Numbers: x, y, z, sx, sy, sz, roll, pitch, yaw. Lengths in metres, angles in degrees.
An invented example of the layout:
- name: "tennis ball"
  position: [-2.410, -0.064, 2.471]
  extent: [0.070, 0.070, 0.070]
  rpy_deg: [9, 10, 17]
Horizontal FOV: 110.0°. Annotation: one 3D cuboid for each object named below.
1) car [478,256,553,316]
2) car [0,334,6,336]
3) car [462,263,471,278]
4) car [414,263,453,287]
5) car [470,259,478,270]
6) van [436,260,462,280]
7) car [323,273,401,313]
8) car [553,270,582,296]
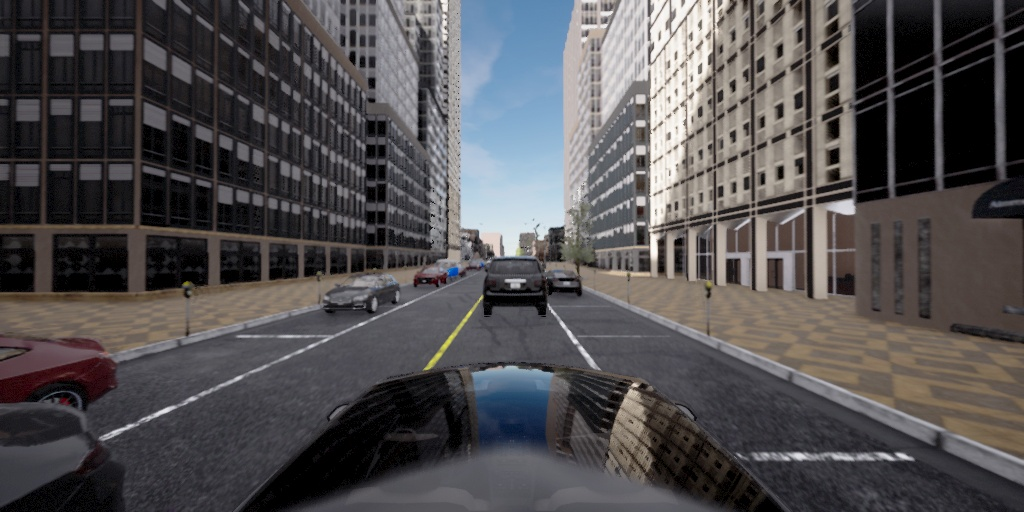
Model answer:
- name: "car"
  position: [0.105, 1.023, 13.762]
  extent: [2.150, 2.045, 5.566]
  rpy_deg: [0, 0, 0]
- name: "car"
  position: [-5.690, 1.336, 2.676]
  extent: [1.802, 1.307, 4.207]
  rpy_deg: [0, 0, 0]
- name: "car"
  position: [-5.678, 1.481, 36.831]
  extent: [1.802, 1.307, 4.207]
  rpy_deg: [0, 0, 0]
- name: "car"
  position: [-5.682, 1.397, 25.446]
  extent: [1.888, 1.381, 4.507]
  rpy_deg: [0, 0, 0]
- name: "car"
  position: [-5.673, 1.405, 53.907]
  extent: [1.967, 1.591, 4.097]
  rpy_deg: [0, 0, 0]
- name: "van"
  position: [-5.680, 1.217, 31.139]
  extent: [1.690, 1.789, 3.998]
  rpy_deg: [0, 0, 0]
- name: "car"
  position: [-5.686, 1.354, 14.062]
  extent: [2.007, 1.370, 4.403]
  rpy_deg: [0, 0, 0]
- name: "car"
  position: [2.696, 1.394, 19.739]
  extent: [1.948, 1.339, 4.313]
  rpy_deg: [0, 0, 0]
